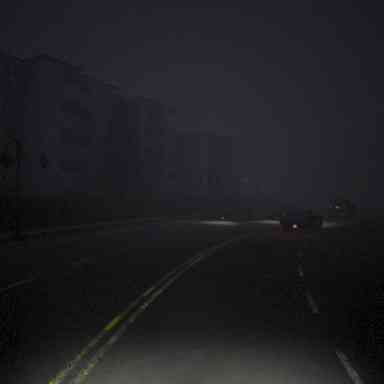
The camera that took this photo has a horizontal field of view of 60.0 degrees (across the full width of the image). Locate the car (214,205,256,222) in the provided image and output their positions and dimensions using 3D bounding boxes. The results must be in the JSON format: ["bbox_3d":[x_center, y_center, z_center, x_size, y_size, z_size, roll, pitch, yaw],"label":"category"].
[{"bbox_3d":[4.111,1.886,30.716,2.033,1.411,5.357,0,-1,33],"label":"car"}]

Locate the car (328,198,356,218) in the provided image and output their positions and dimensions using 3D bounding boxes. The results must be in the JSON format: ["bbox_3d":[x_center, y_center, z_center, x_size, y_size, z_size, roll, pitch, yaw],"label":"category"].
[{"bbox_3d":[16.297,1.709,36.056,2.150,2.045,5.566,0,-1,33],"label":"car"}]

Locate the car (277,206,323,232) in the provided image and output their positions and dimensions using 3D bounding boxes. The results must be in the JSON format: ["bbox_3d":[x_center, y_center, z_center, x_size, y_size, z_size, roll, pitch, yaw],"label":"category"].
[{"bbox_3d":[7.614,1.887,22.760,1.895,1.301,4.718,0,-1,31],"label":"car"}]

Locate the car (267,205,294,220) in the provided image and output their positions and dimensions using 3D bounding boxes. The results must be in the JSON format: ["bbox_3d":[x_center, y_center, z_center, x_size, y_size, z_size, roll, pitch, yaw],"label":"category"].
[{"bbox_3d":[8.959,1.933,31.699,2.033,1.411,5.357,0,-1,34],"label":"car"}]
